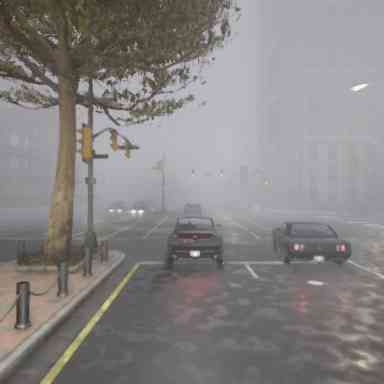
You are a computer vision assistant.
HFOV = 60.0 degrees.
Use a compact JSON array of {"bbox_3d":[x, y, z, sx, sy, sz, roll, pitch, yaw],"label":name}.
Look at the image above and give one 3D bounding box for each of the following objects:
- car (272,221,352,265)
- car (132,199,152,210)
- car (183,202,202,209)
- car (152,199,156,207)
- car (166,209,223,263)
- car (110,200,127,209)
[{"bbox_3d":[4.065,1.704,12.102,1.895,1.301,4.718,0,0,7],"label":"car"},{"bbox_3d":[-8.029,1.928,51.735,2.128,1.511,4.902,0,0,0],"label":"car"},{"bbox_3d":[0.100,1.805,37.178,2.128,1.511,4.902,0,0,0],"label":"car"},{"bbox_3d":[-8.006,2.037,62.881,1.837,1.490,4.892,0,-1,0],"label":"car"},{"bbox_3d":[0.097,1.612,12.429,1.837,1.490,4.892,0,0,0],"label":"car"},{"bbox_3d":[-11.519,2.006,52.386,1.994,1.385,4.181,0,0,0],"label":"car"}]
